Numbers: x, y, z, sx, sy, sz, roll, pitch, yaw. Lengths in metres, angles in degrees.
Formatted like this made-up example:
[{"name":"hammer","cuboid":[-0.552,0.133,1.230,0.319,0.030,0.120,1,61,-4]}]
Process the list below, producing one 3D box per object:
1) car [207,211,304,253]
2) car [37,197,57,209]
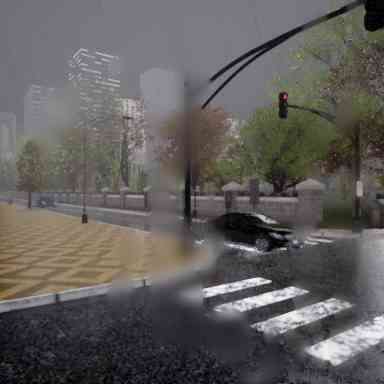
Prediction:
[{"name":"car","cuboid":[2.468,1.553,14.073,1.812,1.442,4.674,0,0,-34]},{"name":"car","cuboid":[-21.117,1.464,48.391,2.097,1.767,4.553,0,0,-34]}]
